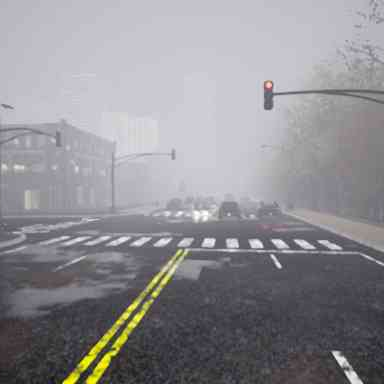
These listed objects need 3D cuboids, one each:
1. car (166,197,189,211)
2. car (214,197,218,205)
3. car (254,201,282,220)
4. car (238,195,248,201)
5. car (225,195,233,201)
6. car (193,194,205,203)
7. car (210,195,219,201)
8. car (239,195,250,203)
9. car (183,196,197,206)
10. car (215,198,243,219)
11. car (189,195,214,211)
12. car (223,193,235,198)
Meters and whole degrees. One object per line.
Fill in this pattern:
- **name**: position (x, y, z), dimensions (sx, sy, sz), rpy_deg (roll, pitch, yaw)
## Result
- **car**: position (-2.011, 1.499, 41.848), dimensions (1.882, 1.535, 5.008), rpy_deg (0, 0, 7)
- **car**: position (3.177, 1.505, 58.418), dimensions (1.882, 1.535, 5.008), rpy_deg (0, 0, 7)
- **car**: position (6.493, 1.508, 28.615), dimensions (2.128, 1.511, 4.902), rpy_deg (0, 0, 7)
- **car**: position (12.140, 1.407, 79.031), dimensions (2.033, 1.411, 5.357), rpy_deg (0, 0, 7)
- **car**: position (8.911, 1.367, 79.399), dimensions (1.837, 1.490, 4.892), rpy_deg (0, 0, 7)
- **car**: position (1.562, 1.378, 72.305), dimensions (2.097, 1.767, 4.553), rpy_deg (0, 0, 7)
- **car**: position (5.020, 1.243, 73.939), dimensions (1.895, 1.301, 4.718), rpy_deg (0, 0, 7)
- **car**: position (11.007, 1.578, 69.093), dimensions (1.994, 1.385, 4.181), rpy_deg (0, 0, 7)
- **car**: position (-0.301, 1.531, 56.681), dimensions (1.837, 1.490, 4.892), rpy_deg (0, 0, 7)
- **car**: position (3.295, 1.523, 29.247), dimensions (1.837, 1.490, 4.892), rpy_deg (0, 0, 7)
- **car**: position (1.269, 1.514, 41.897), dimensions (2.128, 1.511, 4.902), rpy_deg (0, 0, 7)
- **car**: position (7.734, 1.254, 69.077), dimensions (2.150, 2.045, 5.566), rpy_deg (0, 0, 7)
